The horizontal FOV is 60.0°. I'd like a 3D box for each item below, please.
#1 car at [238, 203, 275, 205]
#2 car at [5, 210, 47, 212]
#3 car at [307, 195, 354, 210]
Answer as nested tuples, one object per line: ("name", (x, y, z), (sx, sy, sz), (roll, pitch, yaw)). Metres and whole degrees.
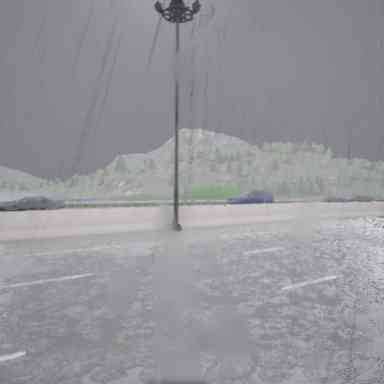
("car", (6.551, 0.820, 36.585), (5.566, 2.045, 2.150), (1, 1, -28))
("car", (-13.737, 1.070, 28.428), (5.357, 1.411, 2.033), (0, 1, -34))
("car", (15.443, 1.155, 37.126), (4.902, 1.511, 2.128), (0, 1, -25))
